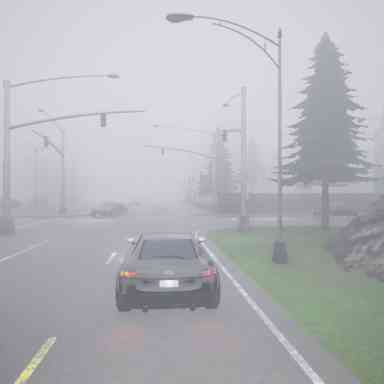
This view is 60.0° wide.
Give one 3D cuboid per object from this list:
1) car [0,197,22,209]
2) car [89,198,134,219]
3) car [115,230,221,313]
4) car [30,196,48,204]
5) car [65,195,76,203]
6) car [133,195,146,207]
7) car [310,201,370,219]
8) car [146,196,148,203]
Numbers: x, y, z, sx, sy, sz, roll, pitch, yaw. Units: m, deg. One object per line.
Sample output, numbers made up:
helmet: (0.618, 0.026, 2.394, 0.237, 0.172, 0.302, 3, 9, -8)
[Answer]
car: (-21.450, 1.339, 38.429, 2.007, 1.523, 4.514, 0, 0, -5)
car: (-7.277, 1.547, 29.911, 2.033, 1.411, 5.357, 0, 0, 8)
car: (-0.584, 1.564, 7.784, 1.994, 1.385, 4.181, 0, 0, -5)
car: (-26.068, 1.384, 56.706, 1.970, 1.475, 3.806, 0, 0, -5)
car: (-23.754, 1.374, 64.361, 1.845, 1.501, 3.633, 0, 0, -5)
car: (-8.399, 1.548, 49.878, 2.033, 1.411, 5.357, 0, 0, -6)
car: (12.626, 1.491, 28.457, 4.902, 1.511, 2.128, 0, 0, -7)
car: (-10.055, 1.351, 67.546, 2.097, 1.767, 4.553, 0, 0, -5)
